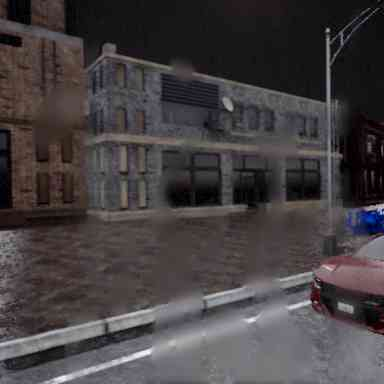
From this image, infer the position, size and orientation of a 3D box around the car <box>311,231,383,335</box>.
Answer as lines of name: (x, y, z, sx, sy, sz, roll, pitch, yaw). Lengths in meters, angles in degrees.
car: (4.364, 1.486, 6.476, 5.008, 1.535, 1.882, 0, 0, -35)
